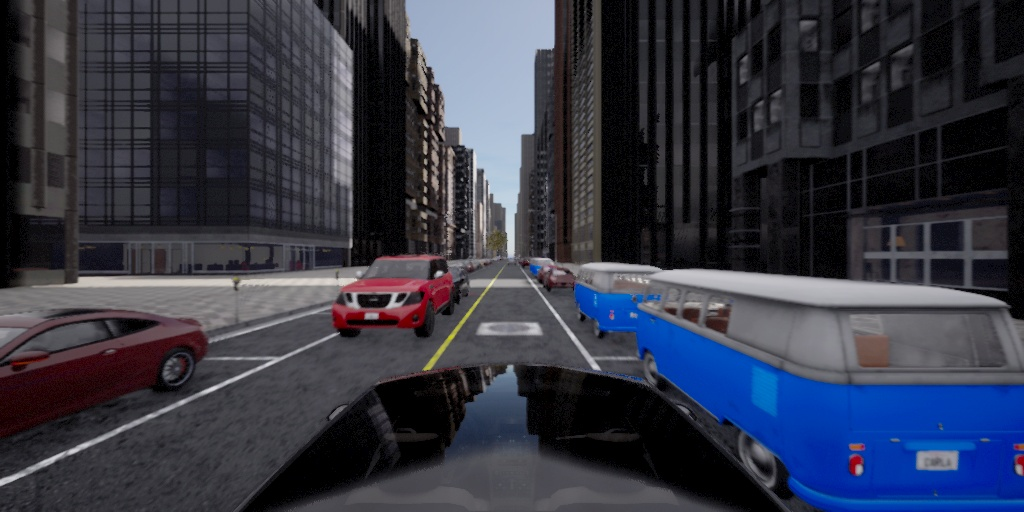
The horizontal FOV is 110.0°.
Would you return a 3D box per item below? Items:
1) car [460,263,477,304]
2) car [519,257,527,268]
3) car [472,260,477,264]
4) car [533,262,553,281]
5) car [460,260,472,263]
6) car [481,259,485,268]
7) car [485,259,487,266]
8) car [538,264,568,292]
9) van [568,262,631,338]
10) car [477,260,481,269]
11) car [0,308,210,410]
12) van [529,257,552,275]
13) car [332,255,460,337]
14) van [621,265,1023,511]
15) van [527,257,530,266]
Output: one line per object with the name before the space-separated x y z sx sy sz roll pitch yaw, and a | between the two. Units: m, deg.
car | -2.999 1.258 16.135 2.128 1.511 4.902 0 0 0
car | 2.762 1.092 60.953 2.192 1.841 5.009 0 0 0
car | -5.762 1.210 43.918 1.967 1.591 4.097 0 0 0
car | 2.763 1.340 26.888 1.802 1.307 4.207 0 0 0
car | -5.762 1.317 38.241 2.007 1.370 4.403 0 0 0
car | -5.763 1.342 55.273 1.948 1.339 4.313 0 0 0
car | -5.763 1.305 60.779 1.751 1.417 4.829 0 0 0
car | 2.763 1.336 21.211 1.802 1.307 4.207 0 0 0
van | 2.764 1.090 9.856 1.690 1.789 3.998 0 0 0
car | -5.763 1.299 49.425 1.751 1.417 4.829 0 0 0
car | -5.761 1.334 4.177 1.802 1.307 4.207 0 0 0
van | 2.763 1.102 32.566 1.690 1.789 3.998 0 0 0
car | -3.092 0.974 10.643 2.150 2.045 5.566 0 0 0
van | 2.764 1.090 4.179 1.690 1.789 3.998 0 0 0
van | 2.763 1.105 38.244 1.690 1.789 3.998 0 0 0
